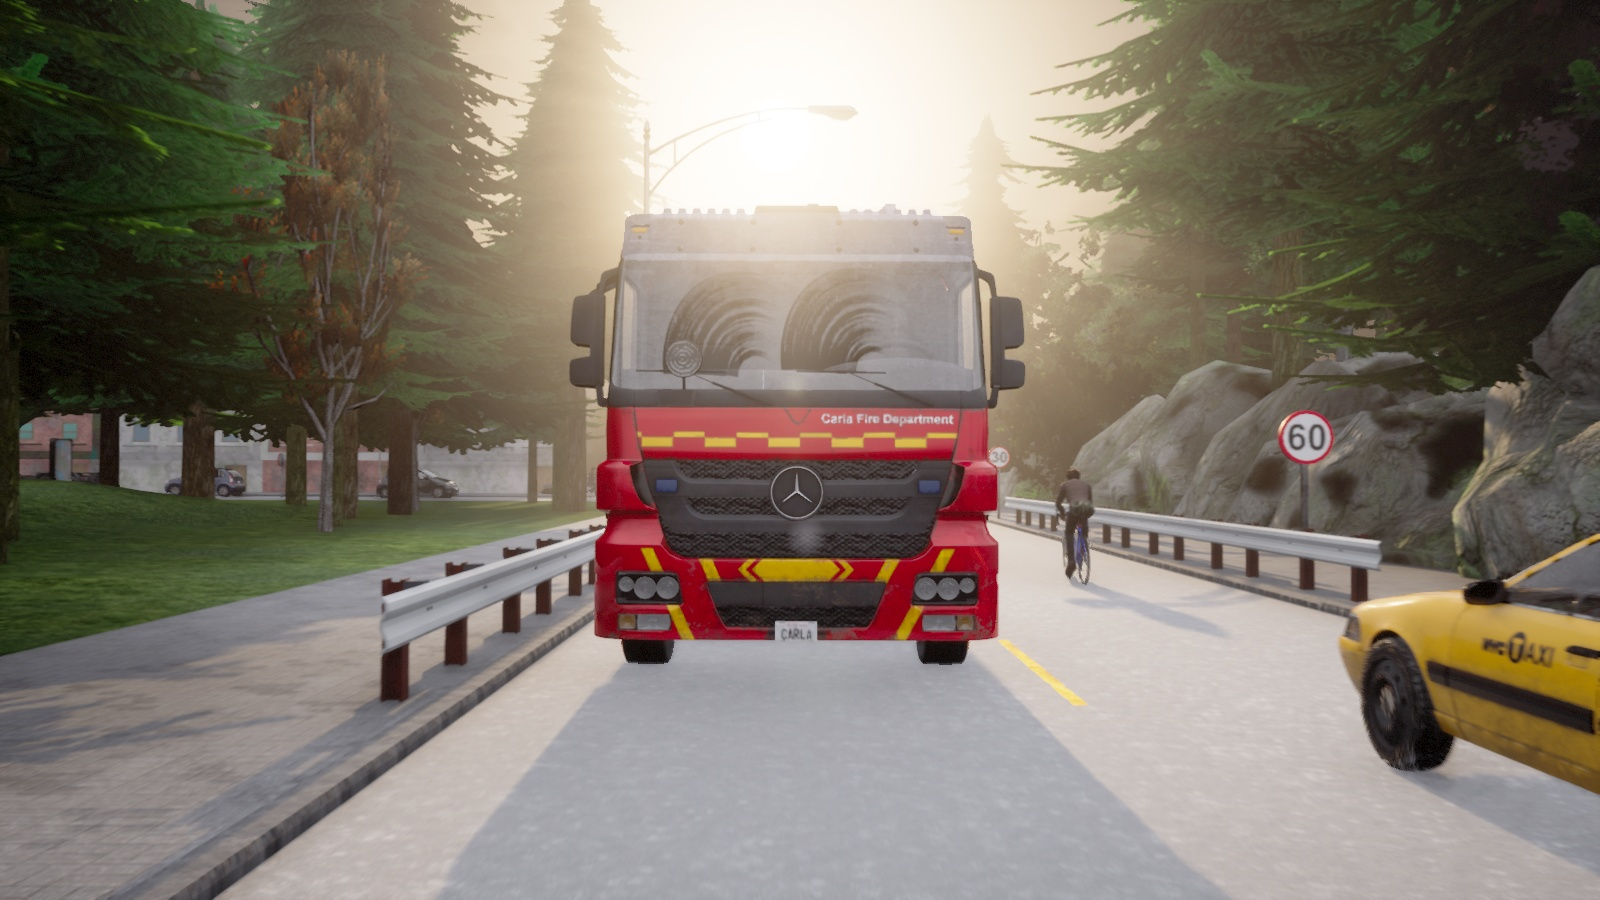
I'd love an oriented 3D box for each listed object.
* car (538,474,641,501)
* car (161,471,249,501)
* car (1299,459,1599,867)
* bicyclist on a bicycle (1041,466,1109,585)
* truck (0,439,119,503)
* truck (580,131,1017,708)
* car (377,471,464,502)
[{"bbox_3d":[-11.631,2.074,69.595,5.357,1.411,2.033,0,-1,0],"label":"car"},{"bbox_3d":[-32.894,2.007,69.536,3.988,1.617,1.851,0,-1,0],"label":"car"},{"bbox_3d":[3.988,0.822,5.059,1.801,1.575,5.366,0,-1,0],"label":"car"},{"bbox_3d":[3.935,1.054,18.069,0.582,1.620,1.656,0,-1,0],"label":"bicyclist on a bicycle"},{"bbox_3d":[-42.464,1.167,69.543,7.936,3.462,2.891,0,-1,0],"label":"truck"},{"bbox_3d":[-0.039,-0.139,12.587,2.891,3.827,8.468,0,-1,0],"label":"truck"},{"bbox_3d":[-19.782,1.889,65.548,3.988,1.617,1.851,0,-1,0],"label":"car"}]
